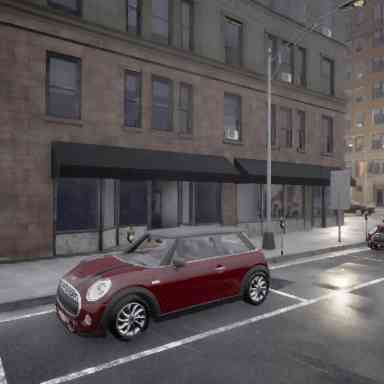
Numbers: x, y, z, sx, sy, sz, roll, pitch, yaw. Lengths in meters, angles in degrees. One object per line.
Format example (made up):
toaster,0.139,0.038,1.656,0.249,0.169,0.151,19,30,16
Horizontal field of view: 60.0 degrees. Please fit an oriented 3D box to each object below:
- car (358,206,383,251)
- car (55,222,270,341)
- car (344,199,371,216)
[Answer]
car,8.530,1.445,12.801,4.097,1.590,1.967,0,0,-35
car,-0.429,1.441,6.441,4.097,1.590,1.967,0,0,-35
car,14.742,1.404,31.710,1.882,1.535,5.008,1,0,-37
